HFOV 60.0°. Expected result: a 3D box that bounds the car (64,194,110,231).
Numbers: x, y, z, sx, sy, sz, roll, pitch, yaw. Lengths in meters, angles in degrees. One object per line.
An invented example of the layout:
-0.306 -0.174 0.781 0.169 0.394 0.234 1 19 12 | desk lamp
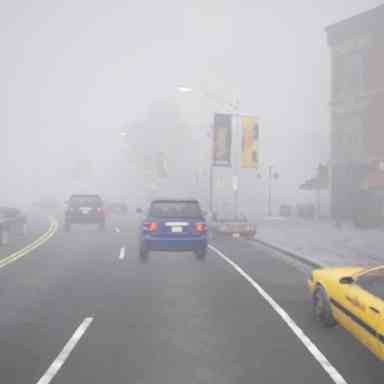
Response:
-6.440 1.105 19.982 2.150 2.045 5.566 1 0 -19 | car

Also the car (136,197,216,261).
-0.881 1.191 12.409 2.150 2.045 5.566 1 0 -9 | car

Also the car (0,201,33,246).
-8.608 1.337 14.435 1.882 1.535 5.008 1 0 -14 | car

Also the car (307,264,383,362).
3.058 1.495 4.064 1.801 1.575 5.366 1 0 -1 | car

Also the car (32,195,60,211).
-15.987 1.080 36.182 2.097 1.767 4.553 1 0 -38 | car

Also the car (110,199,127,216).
-7.367 1.336 30.029 1.882 1.535 5.008 1 0 -29 | car

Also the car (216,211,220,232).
-0.235 1.490 22.164 2.002 1.452 4.674 1 0 -21 | car
